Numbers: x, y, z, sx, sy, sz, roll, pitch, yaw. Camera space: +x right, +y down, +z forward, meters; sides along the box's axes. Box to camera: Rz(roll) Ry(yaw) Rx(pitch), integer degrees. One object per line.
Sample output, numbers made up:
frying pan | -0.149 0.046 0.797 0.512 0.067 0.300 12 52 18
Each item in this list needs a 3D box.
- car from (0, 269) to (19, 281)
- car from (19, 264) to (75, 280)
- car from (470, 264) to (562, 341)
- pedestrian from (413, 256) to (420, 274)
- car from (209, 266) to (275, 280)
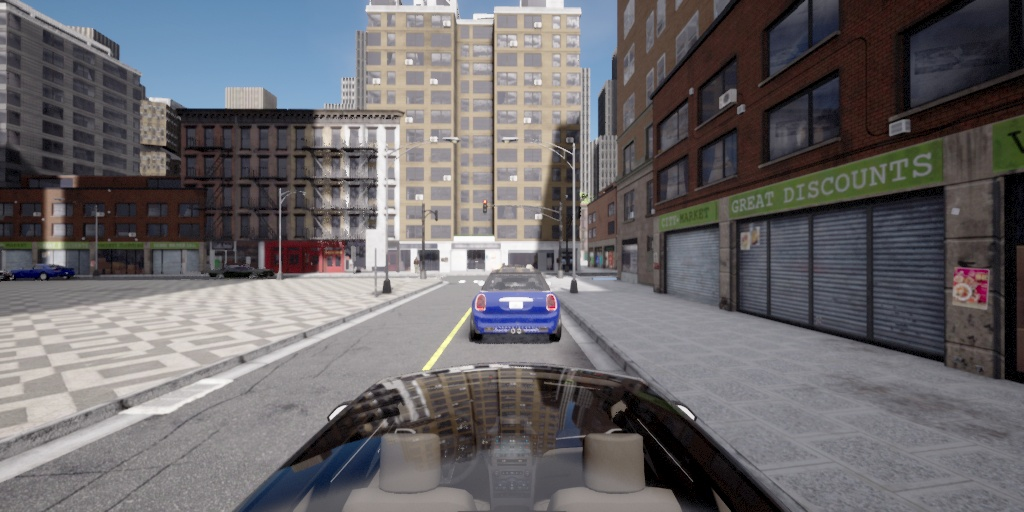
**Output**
car | -47.234 1.564 31.545 4.674 1.442 1.812 0 0 0
car | -45.544 1.515 34.654 5.008 1.535 1.882 0 0 -1
car | 0.082 1.097 10.017 2.097 1.767 4.553 0 0 0
pedestrian | -10.260 0.952 38.280 0.375 1.860 0.375 0 0 -1
car | -23.866 1.497 31.833 4.718 1.301 1.895 0 0 -1
